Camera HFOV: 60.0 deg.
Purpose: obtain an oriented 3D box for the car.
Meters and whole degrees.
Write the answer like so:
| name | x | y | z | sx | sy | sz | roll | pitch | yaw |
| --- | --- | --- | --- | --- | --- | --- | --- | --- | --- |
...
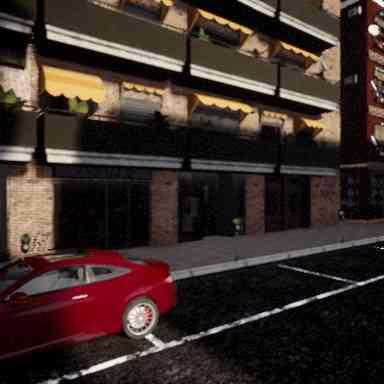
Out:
| name | x | y | z | sx | sy | sz | roll | pitch | yaw |
| --- | --- | --- | --- | --- | --- | --- | --- | --- | --- |
| car | -2.173 | 1.577 | 5.009 | 4.206 | 1.307 | 1.802 | 0 | 0 | -36 |
